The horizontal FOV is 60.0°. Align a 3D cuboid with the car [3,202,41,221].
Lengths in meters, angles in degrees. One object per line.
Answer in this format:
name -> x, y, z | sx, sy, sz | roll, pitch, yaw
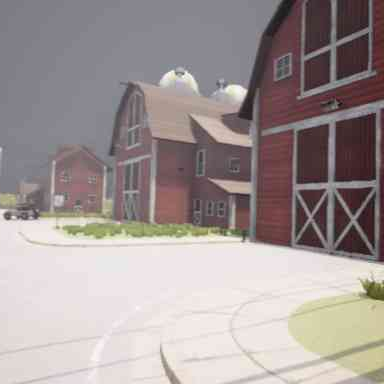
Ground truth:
car -> -18.834, 2.121, 36.968 | 3.866, 1.878, 1.905 | -1, 3, 16
